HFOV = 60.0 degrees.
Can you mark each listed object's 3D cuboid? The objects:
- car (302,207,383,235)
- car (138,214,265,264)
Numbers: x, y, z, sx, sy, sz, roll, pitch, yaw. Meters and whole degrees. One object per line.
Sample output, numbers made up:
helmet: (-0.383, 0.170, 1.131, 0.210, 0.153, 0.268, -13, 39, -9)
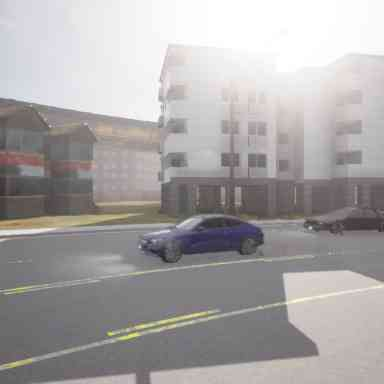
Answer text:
car: (8.992, 1.547, 18.588, 5.357, 1.411, 2.033, 0, 0, -13)
car: (0.418, 1.525, 11.827, 4.674, 1.442, 1.812, 0, 0, -25)
